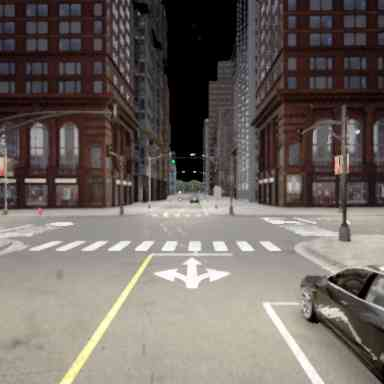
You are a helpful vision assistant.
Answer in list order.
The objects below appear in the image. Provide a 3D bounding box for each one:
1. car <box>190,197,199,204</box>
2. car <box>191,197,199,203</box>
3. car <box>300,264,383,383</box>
[{"bbox_3d":[0.547,1.778,72.505,2.097,1.767,4.553,0,0,1],"label":"car"},{"bbox_3d":[0.712,1.918,82.568,1.895,1.301,4.718,0,0,1],"label":"car"},{"bbox_3d":[2.855,1.589,4.394,1.947,1.339,4.313,0,0,0],"label":"car"}]
